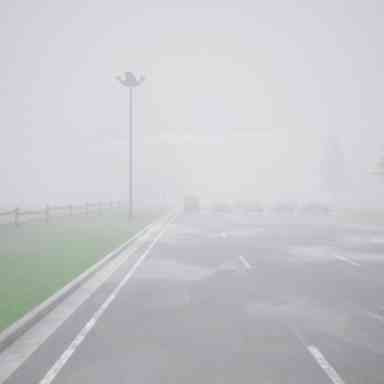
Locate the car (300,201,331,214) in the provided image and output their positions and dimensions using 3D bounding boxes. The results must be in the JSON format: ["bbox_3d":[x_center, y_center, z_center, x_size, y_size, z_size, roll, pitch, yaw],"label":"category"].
[{"bbox_3d":[13.990,1.775,37.884,2.033,1.411,5.357,0,0,0],"label":"car"}]

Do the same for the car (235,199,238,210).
[{"bbox_3d":[6.993,1.786,49.069,2.128,1.511,4.902,0,0,0],"label":"car"}]

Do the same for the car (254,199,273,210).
[{"bbox_3d":[10.491,1.819,48.878,1.812,1.442,4.674,0,0,0],"label":"car"}]

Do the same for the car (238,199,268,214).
[{"bbox_3d":[6.997,1.780,38.747,2.033,1.411,5.357,0,0,0],"label":"car"}]

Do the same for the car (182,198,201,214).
[{"bbox_3d":[-0.008,1.734,38.040,1.837,1.490,4.892,0,0,0],"label":"car"}]

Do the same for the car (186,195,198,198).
[{"bbox_3d":[-0.012,1.513,48.473,2.150,2.045,5.566,0,0,0],"label":"car"}]

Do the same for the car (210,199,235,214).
[{"bbox_3d":[3.498,1.800,39.309,1.994,1.385,4.181,0,0,0],"label":"car"}]

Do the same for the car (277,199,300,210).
[{"bbox_3d":[13.988,1.796,48.489,1.837,1.490,4.892,0,0,0],"label":"car"}]

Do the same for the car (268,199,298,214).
[{"bbox_3d":[10.496,1.759,38.827,1.812,1.442,4.674,0,0,0],"label":"car"}]
